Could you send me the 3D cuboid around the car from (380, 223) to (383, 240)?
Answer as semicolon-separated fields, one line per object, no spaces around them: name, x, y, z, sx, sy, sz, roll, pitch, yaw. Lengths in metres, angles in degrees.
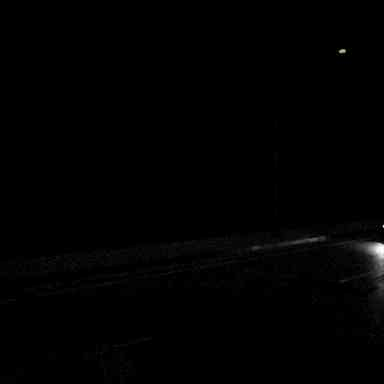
car;10.419;1.428;15.096;4.674;1.442;1.812;0;0;-35
